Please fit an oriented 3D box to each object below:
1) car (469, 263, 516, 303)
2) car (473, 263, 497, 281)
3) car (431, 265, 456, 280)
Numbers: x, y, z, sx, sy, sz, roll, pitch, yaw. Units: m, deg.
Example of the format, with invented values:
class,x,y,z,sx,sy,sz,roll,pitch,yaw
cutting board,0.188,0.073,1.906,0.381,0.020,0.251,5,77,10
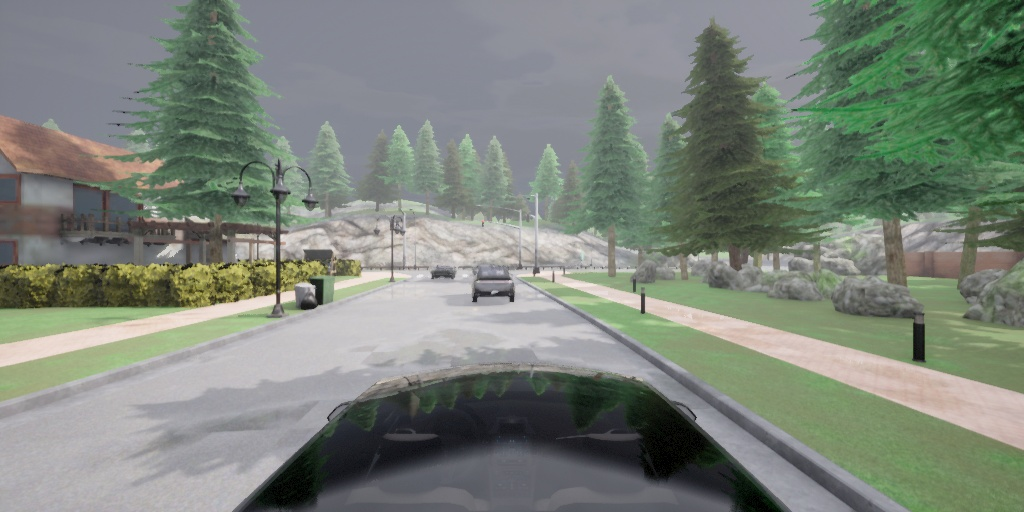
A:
class,x,y,z,sx,sy,sz,roll,pitch,yaw
car,-0.934,1.244,16.666,2.128,1.511,4.902,0,0,-6
car,-2.412,1.321,31.593,1.994,1.385,4.181,0,0,-6
car,-5.892,1.404,31.228,1.895,1.301,4.718,0,0,-6
